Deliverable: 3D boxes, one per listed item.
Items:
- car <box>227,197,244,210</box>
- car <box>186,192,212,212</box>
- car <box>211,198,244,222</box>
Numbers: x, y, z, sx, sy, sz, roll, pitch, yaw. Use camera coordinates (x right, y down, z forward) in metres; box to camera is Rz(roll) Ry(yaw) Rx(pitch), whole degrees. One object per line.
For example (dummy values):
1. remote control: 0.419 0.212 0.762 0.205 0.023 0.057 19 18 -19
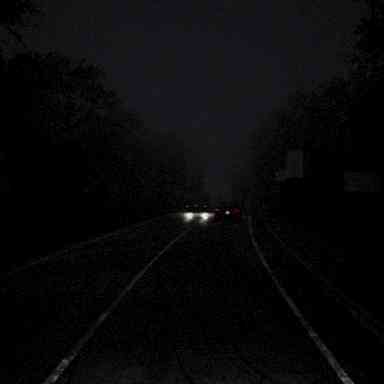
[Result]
1. car: 5.494 1.408 41.576 1.994 1.385 4.181 1 0 9
2. car: 0.867 1.029 36.274 2.150 2.045 5.566 1 0 10
3. car: 2.906 1.470 26.069 1.994 1.385 4.181 1 0 9
